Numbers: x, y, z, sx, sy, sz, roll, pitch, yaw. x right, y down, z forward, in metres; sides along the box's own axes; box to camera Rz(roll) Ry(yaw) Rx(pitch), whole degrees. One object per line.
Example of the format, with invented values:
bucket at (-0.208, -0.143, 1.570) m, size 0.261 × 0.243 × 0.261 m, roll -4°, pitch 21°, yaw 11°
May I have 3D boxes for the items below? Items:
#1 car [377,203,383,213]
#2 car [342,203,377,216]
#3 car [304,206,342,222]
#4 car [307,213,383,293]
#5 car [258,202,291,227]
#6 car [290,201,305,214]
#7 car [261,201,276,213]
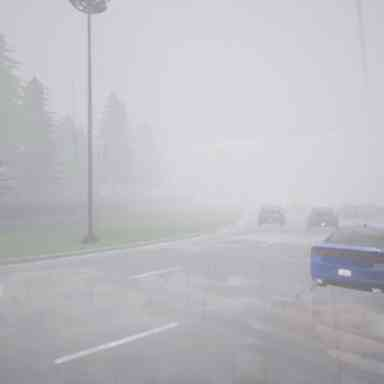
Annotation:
car at (18.920, 1.820, 34.523) m, size 1.812 × 1.442 × 4.674 m, roll -1°, pitch -1°, yaw 11°
car at (14.688, 1.830, 30.582) m, size 2.033 × 1.411 × 5.357 m, roll -1°, pitch -1°, yaw 10°
car at (8.859, 1.735, 22.594) m, size 1.837 × 1.490 × 4.892 m, roll 0°, pitch -1°, yaw 21°
car at (4.852, 1.558, 8.872) m, size 1.882 × 1.535 × 5.008 m, roll -1°, pitch -1°, yaw 41°
car at (6.151, 1.786, 25.351) m, size 2.128 × 1.511 × 4.902 m, roll -1°, pitch -1°, yaw 18°
car at (13.451, 1.944, 42.935) m, size 1.882 × 1.535 × 5.008 m, roll -1°, pitch -1°, yaw 11°
car at (10.372, 2.058, 45.447) m, size 1.812 × 1.442 × 4.674 m, roll -1°, pitch -1°, yaw 11°
